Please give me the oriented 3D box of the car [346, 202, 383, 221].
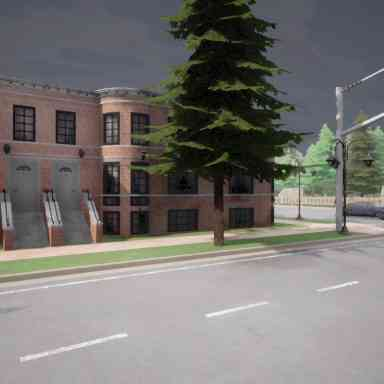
[{"bbox_3d":[14.828,1.547,27.877,2.033,1.411,5.357,0,0,-30],"label":"car"}]
